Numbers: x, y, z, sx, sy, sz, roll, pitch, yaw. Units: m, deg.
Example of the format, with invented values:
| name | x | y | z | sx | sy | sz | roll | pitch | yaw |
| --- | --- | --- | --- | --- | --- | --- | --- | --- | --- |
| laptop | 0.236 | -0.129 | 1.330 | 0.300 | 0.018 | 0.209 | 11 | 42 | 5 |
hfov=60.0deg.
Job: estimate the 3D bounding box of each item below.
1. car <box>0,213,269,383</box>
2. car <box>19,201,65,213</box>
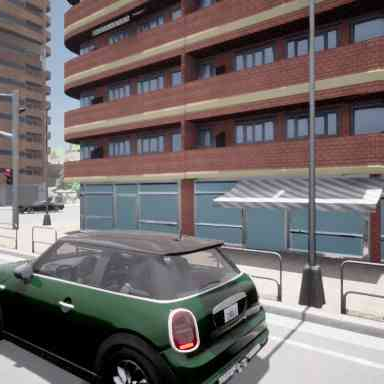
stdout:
| name | x | y | z | sx | sy | sz | roll | pitch | yaw |
| --- | --- | --- | --- | --- | --- | --- | --- | --- | --- |
| car | -1.295 | 1.352 | 4.918 | 4.553 | 1.767 | 2.097 | 0 | 0 | 36 |
| car | -16.291 | 1.601 | 35.728 | 1.895 | 1.301 | 4.718 | 0 | 0 | 36 |
